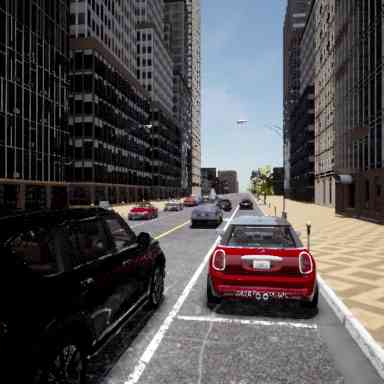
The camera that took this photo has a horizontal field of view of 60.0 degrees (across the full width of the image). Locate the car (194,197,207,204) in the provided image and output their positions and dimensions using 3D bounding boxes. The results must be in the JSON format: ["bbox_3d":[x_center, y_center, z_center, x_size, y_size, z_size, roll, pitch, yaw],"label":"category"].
[{"bbox_3d":[1.620,1.550,61.653,1.802,1.307,4.206,0,0,9],"label":"car"}]

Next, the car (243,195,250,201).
[{"bbox_3d":[13.658,1.469,82.886,1.752,1.417,4.829,0,0,9],"label":"car"}]

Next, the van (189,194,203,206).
[{"bbox_3d":[0.685,1.314,56.038,1.690,1.788,3.998,0,0,9],"label":"van"}]

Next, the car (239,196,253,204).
[{"bbox_3d":[7.075,1.548,43.417,1.947,1.339,4.313,0,0,9],"label":"car"}]

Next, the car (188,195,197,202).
[{"bbox_3d":[-0.253,1.522,50.423,1.887,1.381,4.507,0,0,9],"label":"car"}]

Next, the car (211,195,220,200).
[{"bbox_3d":[6.303,1.503,89.726,1.947,1.339,4.313,0,0,9],"label":"car"}]

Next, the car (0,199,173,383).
[{"bbox_3d":[-1.989,1.221,4.836,2.150,2.045,5.566,0,0,9],"label":"car"}]

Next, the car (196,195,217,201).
[{"bbox_3d":[2.210,1.533,48.856,1.837,1.490,4.892,0,0,9],"label":"car"}]

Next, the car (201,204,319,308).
[{"bbox_3d":[1.628,1.352,8.205,2.097,1.767,4.553,0,0,9],"label":"car"}]

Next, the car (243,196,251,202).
[{"bbox_3d":[12.694,1.533,77.103,1.802,1.307,4.206,0,0,9],"label":"car"}]

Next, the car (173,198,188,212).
[{"bbox_3d":[-2.126,1.536,39.194,2.008,1.369,4.403,0,0,9],"label":"car"}]

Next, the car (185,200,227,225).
[{"bbox_3d":[1.135,1.541,23.563,2.033,1.411,5.357,0,0,9],"label":"car"}]

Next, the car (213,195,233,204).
[{"bbox_3d":[4.065,1.509,41.738,1.812,1.442,4.674,0,0,9],"label":"car"}]

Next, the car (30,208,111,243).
[{"bbox_3d":[-5.872,1.563,16.736,1.947,1.339,4.313,0,0,9],"label":"car"}]

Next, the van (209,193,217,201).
[{"bbox_3d":[5.368,1.285,84.111,1.690,1.788,3.998,0,0,9],"label":"van"}]

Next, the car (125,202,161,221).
[{"bbox_3d":[-3.998,1.574,27.963,1.802,1.307,4.206,0,0,9],"label":"car"}]
